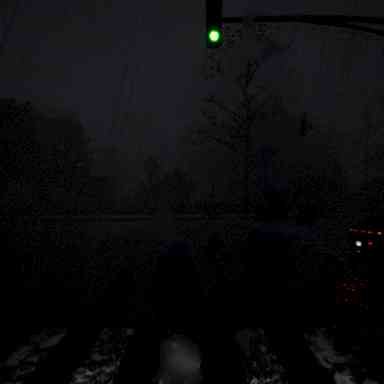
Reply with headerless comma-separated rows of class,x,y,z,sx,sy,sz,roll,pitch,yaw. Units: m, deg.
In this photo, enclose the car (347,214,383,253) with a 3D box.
car,8.058,1.509,11.980,4.892,1.490,1.837,0,-1,-14
